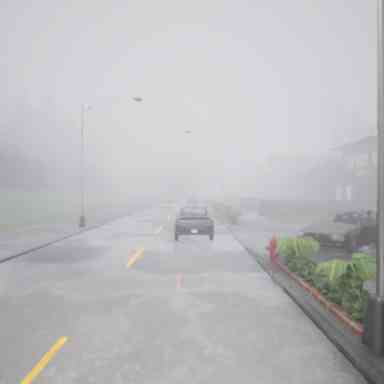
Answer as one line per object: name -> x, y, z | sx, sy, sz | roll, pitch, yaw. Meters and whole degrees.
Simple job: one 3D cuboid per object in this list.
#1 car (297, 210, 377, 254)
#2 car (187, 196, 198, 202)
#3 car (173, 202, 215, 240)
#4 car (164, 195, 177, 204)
car -> 6.312, 1.442, 13.202 | 5.357, 1.415, 2.033 | 0, 0, -40
car -> 0.121, 1.445, 54.767 | 1.837, 1.490, 4.892 | 0, -1, 0
car -> 0.097, 1.474, 16.750 | 2.128, 1.511, 4.902 | 0, 0, 0
car -> -3.981, 1.290, 61.909 | 2.097, 1.767, 4.553 | 0, 0, 0
